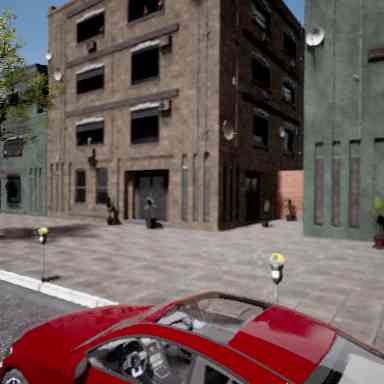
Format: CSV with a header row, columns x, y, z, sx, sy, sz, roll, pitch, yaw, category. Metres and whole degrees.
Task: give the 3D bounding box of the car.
x,y,z,sx,sy,sz,roll,pitch,yaw,category
0.019,1.580,2.858,4.206,1.307,1.802,0,1,36,car
